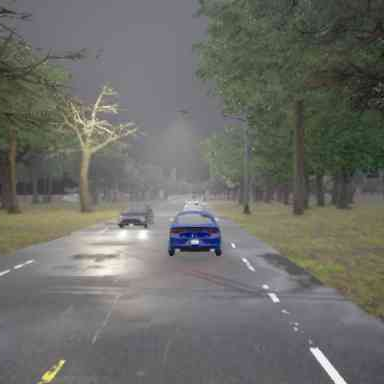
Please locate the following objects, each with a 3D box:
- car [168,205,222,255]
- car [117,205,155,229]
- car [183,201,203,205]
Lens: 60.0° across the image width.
[{"bbox_3d":[0.100,1.496,13.439,1.882,1.535,5.008,0,0,0],"label":"car"},{"bbox_3d":[-3.591,1.584,22.363,2.033,1.411,5.357,0,0,0],"label":"car"},{"bbox_3d":[0.103,1.591,31.606,1.812,1.442,4.674,0,0,0],"label":"car"}]
